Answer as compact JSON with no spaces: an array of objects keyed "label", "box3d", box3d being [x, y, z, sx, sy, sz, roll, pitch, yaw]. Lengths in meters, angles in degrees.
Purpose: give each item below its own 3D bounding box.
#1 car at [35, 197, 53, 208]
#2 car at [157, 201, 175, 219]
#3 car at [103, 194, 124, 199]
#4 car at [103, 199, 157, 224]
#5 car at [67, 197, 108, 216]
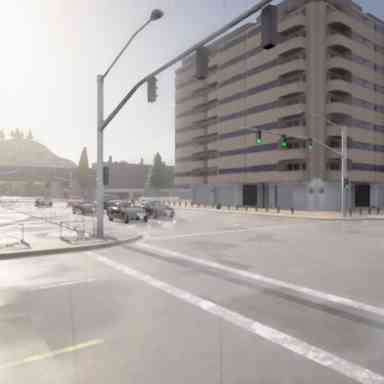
[{"label":"car","box3d":[-22.610,1.554,50.760,2.128,1.511,4.902,0,0,-35]},{"label":"car","box3d":[-3.361,1.555,29.525,2.128,1.511,4.902,0,0,-35]},{"label":"car","box3d":[-9.062,1.281,37.577,2.150,2.045,5.566,0,1,-35]},{"label":"car","box3d":[-5.028,1.553,25.821,2.128,1.511,4.902,0,0,-35]},{"label":"car","box3d":[-10.735,1.554,33.884,2.128,1.511,4.902,0,0,-35]}]
